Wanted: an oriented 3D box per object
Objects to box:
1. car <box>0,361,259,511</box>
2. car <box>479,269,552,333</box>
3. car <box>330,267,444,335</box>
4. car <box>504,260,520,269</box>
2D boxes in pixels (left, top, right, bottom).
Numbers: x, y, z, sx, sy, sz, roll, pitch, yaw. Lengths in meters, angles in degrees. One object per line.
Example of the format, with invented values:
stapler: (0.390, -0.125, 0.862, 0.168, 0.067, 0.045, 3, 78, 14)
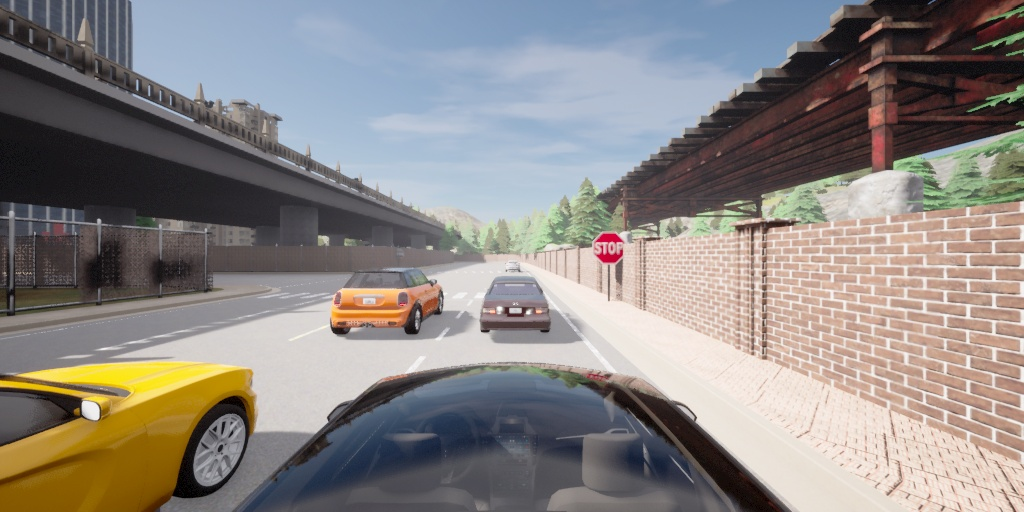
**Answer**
car: (-3.399, 1.228, 1.454, 1.882, 1.535, 5.008, 0, 0, 0)
car: (0.081, 1.297, 10.732, 2.033, 1.411, 5.357, 0, 0, 0)
car: (-3.421, 1.102, 10.711, 2.097, 1.767, 4.553, 0, 0, 0)
car: (0.099, 1.276, 45.500, 1.812, 1.442, 4.674, 0, 0, -1)
